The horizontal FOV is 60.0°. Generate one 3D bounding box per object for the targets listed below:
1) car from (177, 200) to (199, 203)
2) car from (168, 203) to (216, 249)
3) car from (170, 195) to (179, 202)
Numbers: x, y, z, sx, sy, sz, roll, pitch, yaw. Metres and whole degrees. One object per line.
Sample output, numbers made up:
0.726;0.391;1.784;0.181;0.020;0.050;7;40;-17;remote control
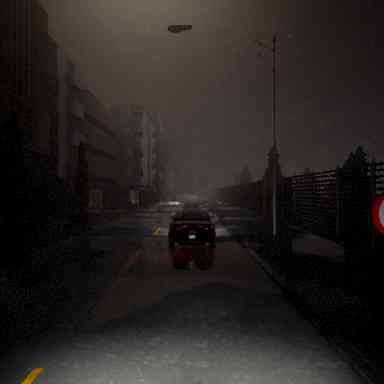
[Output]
0.000;1.564;29.651;2.033;1.411;5.357;0;0;0;car
0.000;1.485;14.651;1.882;1.535;5.008;0;0;0;car
-4.000;1.478;75.931;2.128;1.511;4.902;0;0;0;car
